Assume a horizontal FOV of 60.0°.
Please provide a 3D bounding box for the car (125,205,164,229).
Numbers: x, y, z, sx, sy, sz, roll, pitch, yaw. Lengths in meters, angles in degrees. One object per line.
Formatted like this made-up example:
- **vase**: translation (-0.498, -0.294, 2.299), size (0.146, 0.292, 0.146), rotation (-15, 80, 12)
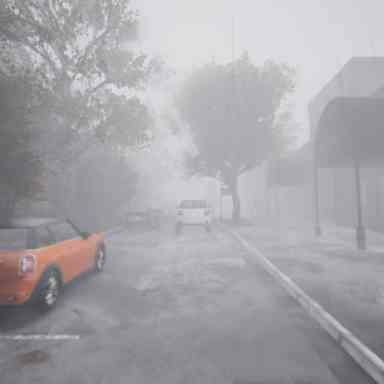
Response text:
- **car**: translation (-3.643, 1.861, 24.789), size (2.163, 1.488, 4.792), rotation (1, -2, 2)

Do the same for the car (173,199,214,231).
- **car**: translation (0.094, 1.503, 22.461), size (2.150, 2.045, 5.566), rotation (0, -2, 0)

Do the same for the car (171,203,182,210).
- **car**: translation (-3.427, 3.289, 75.103), size (2.231, 1.521, 4.892), rotation (0, -1, 2)

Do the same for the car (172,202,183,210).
- **car**: translation (-3.427, 3.299, 80.814), size (2.185, 1.767, 4.553), rotation (-1, -1, 2)

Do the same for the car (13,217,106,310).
- **car**: translation (-3.657, 1.382, 8.055), size (2.185, 1.767, 4.553), rotation (0, 0, 2)

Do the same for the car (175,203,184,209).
- **car**: translation (-3.188, 3.564, 86.511), size (2.097, 1.535, 5.008), rotation (0, -2, 2)

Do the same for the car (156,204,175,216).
- **car**: translation (-3.662, 2.540, 47.055), size (2.163, 1.488, 4.792), rotation (0, -1, 2)

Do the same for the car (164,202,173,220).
- **car**: translation (-3.648, 2.170, 35.893), size (2.097, 1.535, 5.008), rotation (1, -2, 2)

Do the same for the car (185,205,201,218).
- **car**: translation (0.087, 2.351, 40.986), size (1.837, 1.490, 4.892), rotation (0, -2, 0)

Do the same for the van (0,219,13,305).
- **van**: translation (-3.649, 1.264, 2.633), size (1.878, 1.987, 4.442), rotation (0, 0, 2)
